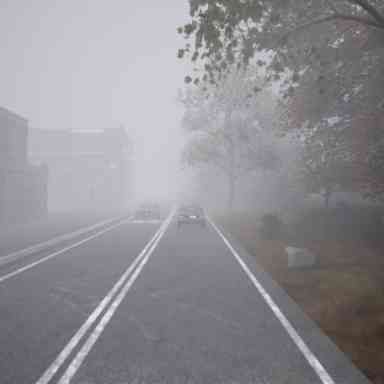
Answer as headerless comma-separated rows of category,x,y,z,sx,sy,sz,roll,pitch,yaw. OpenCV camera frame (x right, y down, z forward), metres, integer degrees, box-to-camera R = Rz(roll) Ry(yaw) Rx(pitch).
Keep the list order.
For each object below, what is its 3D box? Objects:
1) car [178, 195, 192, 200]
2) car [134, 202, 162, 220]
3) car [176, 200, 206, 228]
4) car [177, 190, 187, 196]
car,-0.566,1.491,42.847,1.994,1.385,4.181,0,0,-2
car,-3.551,1.533,27.602,1.994,1.385,4.181,0,0,0
car,-0.077,1.527,22.258,2.033,1.411,5.357,0,0,-1
car,-2.314,0.592,79.145,2.150,2.045,5.566,0,1,-3
